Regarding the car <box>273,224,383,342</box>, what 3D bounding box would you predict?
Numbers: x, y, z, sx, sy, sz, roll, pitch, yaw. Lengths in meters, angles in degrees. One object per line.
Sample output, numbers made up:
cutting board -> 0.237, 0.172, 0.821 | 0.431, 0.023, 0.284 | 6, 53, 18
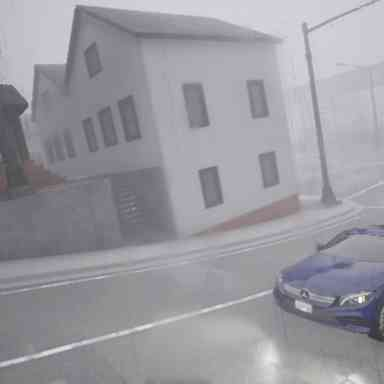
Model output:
car -> 3.637, 1.429, 6.509 | 4.674, 1.442, 1.812 | -3, 2, -35
